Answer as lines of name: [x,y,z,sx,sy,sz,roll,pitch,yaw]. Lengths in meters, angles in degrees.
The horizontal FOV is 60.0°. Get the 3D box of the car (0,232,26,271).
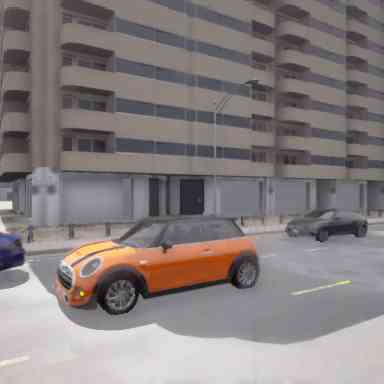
car: [-6.615,1.530,8.033,4.674,1.442,1.812,0,0,-32]

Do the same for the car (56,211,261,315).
car: [-0.645,1.352,7.652,4.553,1.767,2.097,0,0,-32]

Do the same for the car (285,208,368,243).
car: [6.682,1.525,16.251,4.674,1.442,1.812,0,0,-31]
